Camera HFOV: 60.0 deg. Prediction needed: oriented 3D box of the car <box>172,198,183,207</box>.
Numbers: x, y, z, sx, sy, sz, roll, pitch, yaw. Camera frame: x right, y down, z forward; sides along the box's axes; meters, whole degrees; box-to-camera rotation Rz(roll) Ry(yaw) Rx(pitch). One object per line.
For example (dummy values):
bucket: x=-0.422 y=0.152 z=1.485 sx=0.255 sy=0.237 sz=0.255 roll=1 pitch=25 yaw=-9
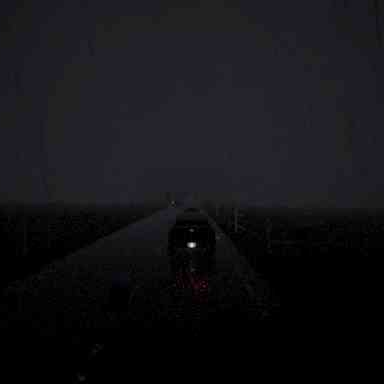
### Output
car: x=-2.790 y=1.996 z=64.986 sx=2.097 sy=1.767 sz=4.553 roll=0 pitch=-1 yaw=0

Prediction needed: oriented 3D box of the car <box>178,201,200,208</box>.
car: x=-0.002 y=1.810 z=29.379 sx=1.812 sy=1.442 sz=4.674 roll=0 pitch=0 yaw=0

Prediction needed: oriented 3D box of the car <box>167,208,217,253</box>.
car: x=0.000 y=1.646 z=14.304 sx=1.837 sy=1.490 sz=4.892 roll=0 pitch=0 yaw=0
